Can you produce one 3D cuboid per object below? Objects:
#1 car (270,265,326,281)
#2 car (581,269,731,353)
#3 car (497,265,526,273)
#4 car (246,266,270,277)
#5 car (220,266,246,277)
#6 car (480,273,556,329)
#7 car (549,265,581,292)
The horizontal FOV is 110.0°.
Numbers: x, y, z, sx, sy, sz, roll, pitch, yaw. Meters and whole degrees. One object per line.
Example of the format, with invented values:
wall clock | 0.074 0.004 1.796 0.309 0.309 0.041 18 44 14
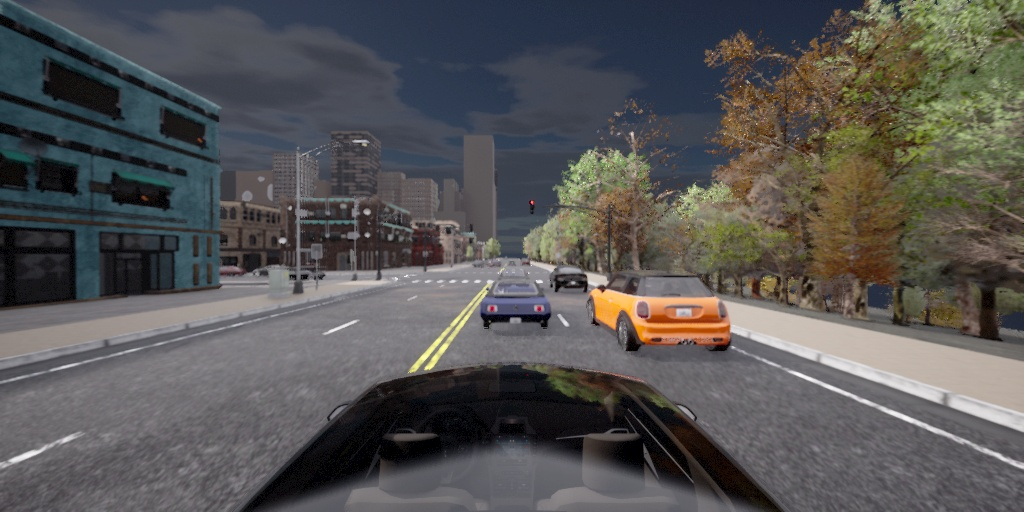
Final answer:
car | -19.952 1.701 34.003 4.313 1.339 1.948 0 0 0
car | 3.346 1.132 9.123 2.097 1.767 4.553 0 0 0
car | 0.098 1.435 22.063 1.895 1.301 4.718 0 0 0
car | -28.286 1.733 42.515 4.403 1.370 2.007 0 0 0
car | -33.822 1.828 42.520 4.207 1.307 1.802 0 0 0
car | 0.098 1.392 11.476 1.895 1.301 4.718 0 0 0
car | 3.347 1.311 21.908 1.882 1.535 5.008 0 0 1
